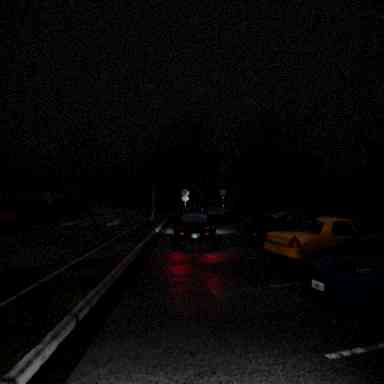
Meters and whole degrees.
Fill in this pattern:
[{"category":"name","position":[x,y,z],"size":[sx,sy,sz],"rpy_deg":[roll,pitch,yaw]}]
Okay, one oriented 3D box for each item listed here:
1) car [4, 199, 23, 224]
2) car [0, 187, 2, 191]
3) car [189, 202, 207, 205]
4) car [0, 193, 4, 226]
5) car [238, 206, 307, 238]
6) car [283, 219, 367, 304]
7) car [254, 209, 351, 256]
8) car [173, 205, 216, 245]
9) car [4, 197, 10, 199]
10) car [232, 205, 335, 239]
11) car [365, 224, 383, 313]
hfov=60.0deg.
[{"category":"car","position":[-13.454,1.460,20.253],"size":[5.366,1.575,1.946],"rpy_deg":[-1,1,-20]},{"category":"car","position":[-37.672,-0.181,60.874],"size":[5.566,2.045,2.150],"rpy_deg":[4,-2,1]},{"category":"car","position":[0.586,1.573,31.901],"size":[1.895,1.301,4.718],"rpy_deg":[0,0,7]},{"category":"car","position":[-13.319,1.221,17.278],"size":[5.566,2.045,2.435],"rpy_deg":[-1,0,-20]},{"category":"car","position":[4.835,1.499,14.366],"size":[4.892,1.521,2.231],"rpy_deg":[1,0,-20]},{"category":"car","position":[4.809,1.522,7.567],"size":[4.792,1.488,2.163],"rpy_deg":[1,0,-20]},{"category":"car","position":[5.010,1.495,11.042],"size":[5.366,1.575,1.946],"rpy_deg":[1,0,-20]},{"category":"car","position":[0.113,1.540,15.383],"size":[1.812,1.442,4.674],"rpy_deg":[0,0,0]},{"category":"car","position":[-30.345,1.571,53.886],"size":[2.185,1.767,4.553],"rpy_deg":[1,-3,-19]},{"category":"car","position":[4.851,1.501,17.761],"size":[4.892,1.521,2.231],"rpy_deg":[1,0,-20]},{"category":"car","position":[4.864,1.364,4.197],"size":[4.553,1.767,2.185],"rpy_deg":[1,0,-20]}]
